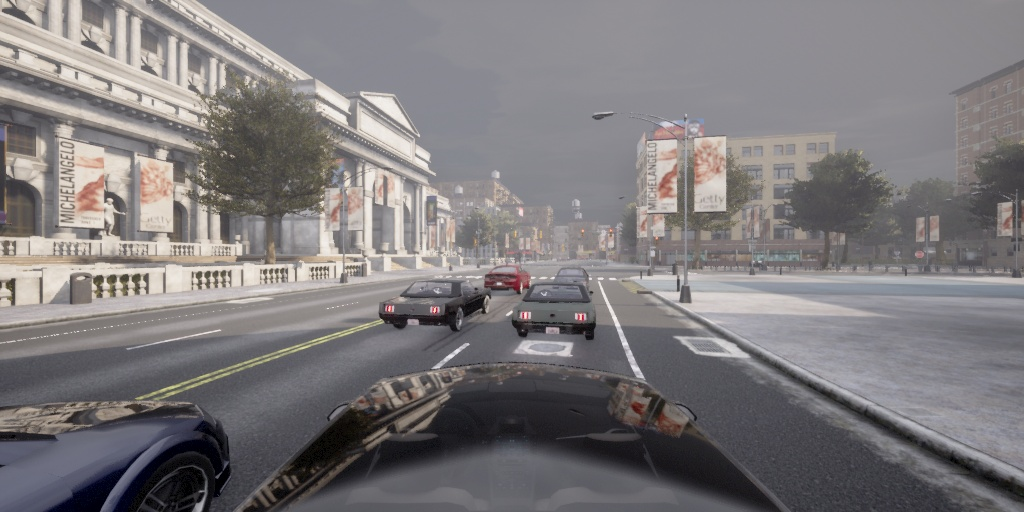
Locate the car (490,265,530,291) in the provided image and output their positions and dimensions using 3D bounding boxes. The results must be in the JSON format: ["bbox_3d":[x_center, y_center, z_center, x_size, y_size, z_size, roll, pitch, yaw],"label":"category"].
[{"bbox_3d":[-0.133,1.228,20.209,1.882,1.535,5.008,0,0,12],"label":"car"}]

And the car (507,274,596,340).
[{"bbox_3d":[1.325,1.351,10.048,1.895,1.301,4.718,0,0,11],"label":"car"}]

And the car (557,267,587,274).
[{"bbox_3d":[3.260,1.297,19.398,2.033,1.411,5.357,0,0,12],"label":"car"}]

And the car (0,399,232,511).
[{"bbox_3d":[-3.157,1.314,1.070,1.994,1.385,4.181,0,0,-2],"label":"car"}]

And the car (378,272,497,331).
[{"bbox_3d":[-2.019,1.351,11.058,1.895,1.301,4.718,0,0,11],"label":"car"}]
